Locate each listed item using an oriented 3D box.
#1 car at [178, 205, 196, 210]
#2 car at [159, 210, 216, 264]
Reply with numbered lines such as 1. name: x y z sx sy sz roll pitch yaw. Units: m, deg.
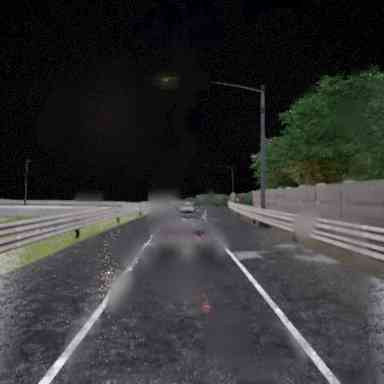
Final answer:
1. car: -0.379 1.858 27.534 1.837 1.490 4.892 0 0 1
2. car: -0.179 1.657 12.558 2.128 1.511 4.902 0 -1 -1
